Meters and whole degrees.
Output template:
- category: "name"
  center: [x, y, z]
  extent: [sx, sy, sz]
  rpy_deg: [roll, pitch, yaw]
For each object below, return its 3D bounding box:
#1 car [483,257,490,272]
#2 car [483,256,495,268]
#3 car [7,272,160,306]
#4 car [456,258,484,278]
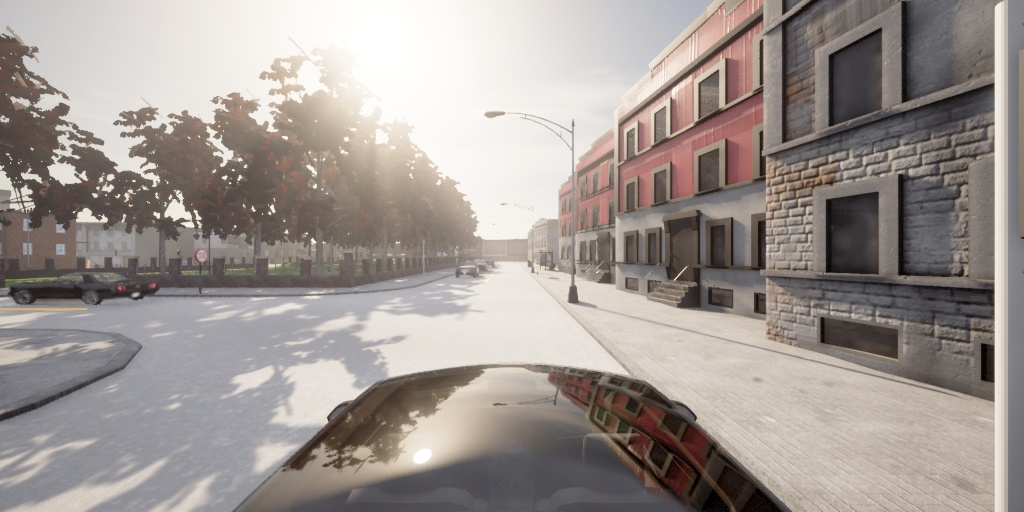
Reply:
- category: "car"
  center: [-4.210, 1.227, 46.347]
  extent: [1.882, 1.535, 5.008]
  rpy_deg: [0, 0, 0]
- category: "car"
  center: [-4.164, 0.973, 62.632]
  extent: [2.150, 2.045, 5.566]
  rpy_deg: [0, 0, 0]
- category: "car"
  center: [-18.141, 1.351, 15.275]
  extent: [4.718, 1.301, 1.895]
  rpy_deg: [0, 0, 2]
- category: "car"
  center: [-4.185, 1.241, 34.203]
  extent: [2.128, 1.511, 4.902]
  rpy_deg: [0, 0, 0]
